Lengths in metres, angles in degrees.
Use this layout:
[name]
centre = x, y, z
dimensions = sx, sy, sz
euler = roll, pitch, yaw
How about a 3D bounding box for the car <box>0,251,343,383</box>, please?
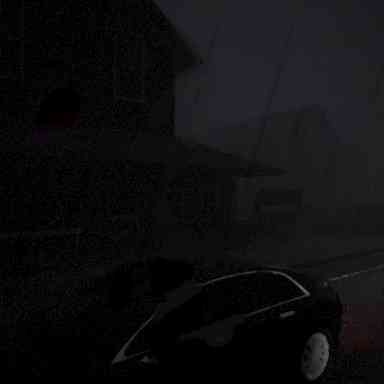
[car]
centre = -0.227, 1.535, 3.731
dimensions = 4.892, 1.490, 1.837
euler = 1, 0, -36
